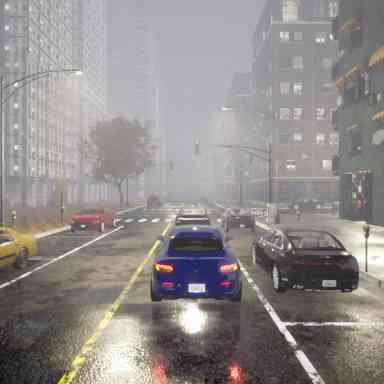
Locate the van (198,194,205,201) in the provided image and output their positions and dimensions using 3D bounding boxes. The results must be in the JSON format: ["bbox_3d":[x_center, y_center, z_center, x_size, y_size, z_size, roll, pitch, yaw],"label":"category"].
[{"bbox_3d":[2.524,1.424,85.262,1.690,1.788,3.998,0,0,0],"label":"van"}]

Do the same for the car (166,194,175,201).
[{"bbox_3d":[-5.868,1.409,90.768,2.192,1.841,5.009,0,0,0],"label":"car"}]

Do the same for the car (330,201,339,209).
[{"bbox_3d":[18.749,1.259,39.229,4.829,1.417,1.752,-1,1,-1],"label":"car"}]

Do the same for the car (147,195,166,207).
[{"bbox_3d":[-5.791,1.349,52.108,2.192,1.841,5.009,0,0,0],"label":"car"}]

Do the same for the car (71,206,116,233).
[{"bbox_3d":[-5.726,1.549,19.720,1.887,1.381,4.507,0,0,0],"label":"car"}]

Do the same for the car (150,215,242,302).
[{"bbox_3d":[0.078,1.526,8.149,1.812,1.442,4.674,0,0,0],"label":"car"}]

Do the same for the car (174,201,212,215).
[{"bbox_3d":[0.045,1.495,18.252,2.128,1.511,4.902,0,0,0],"label":"car"}]

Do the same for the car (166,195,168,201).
[{"bbox_3d":[-5.802,1.607,57.631,1.947,1.339,4.313,0,0,0],"label":"car"}]

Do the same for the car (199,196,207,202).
[{"bbox_3d":[2.535,1.599,79.908,1.752,1.417,4.829,0,0,0],"label":"car"}]

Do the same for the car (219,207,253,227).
[{"bbox_3d":[2.654,1.555,19.736,2.008,1.369,4.403,0,0,0],"label":"car"}]

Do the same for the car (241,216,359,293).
[{"bbox_3d":[2.676,1.552,8.670,2.008,1.369,4.403,0,0,0],"label":"car"}]

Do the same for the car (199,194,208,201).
[{"bbox_3d":[2.546,1.630,74.216,1.947,1.339,4.313,0,0,0],"label":"car"}]

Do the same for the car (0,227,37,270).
[{"bbox_3d":[-5.704,1.526,8.484,1.752,1.417,4.829,0,0,0],"label":"car"}]

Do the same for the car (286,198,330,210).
[{"bbox_3d":[13.352,1.359,39.164,4.403,1.369,2.008,-1,1,-1],"label":"car"}]

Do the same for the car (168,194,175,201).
[{"bbox_3d":[-5.857,1.649,85.246,1.947,1.339,4.313,0,0,0],"label":"car"}]
